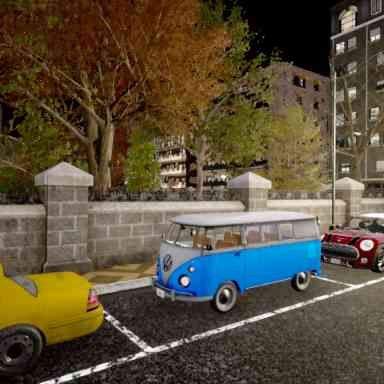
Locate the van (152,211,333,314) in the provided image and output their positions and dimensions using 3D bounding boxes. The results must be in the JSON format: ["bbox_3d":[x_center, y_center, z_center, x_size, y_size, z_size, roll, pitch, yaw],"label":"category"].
[{"bbox_3d":[1.132,1.342,7.347,3.998,1.788,1.690,0,1,-35],"label":"van"}]

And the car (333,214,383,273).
[{"bbox_3d":[5.705,1.442,10.604,4.097,1.590,1.967,0,1,-35],"label":"car"}]

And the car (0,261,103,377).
[{"bbox_3d":[-3.581,1.525,3.995,4.829,1.417,1.752,0,1,-35],"label":"car"}]
